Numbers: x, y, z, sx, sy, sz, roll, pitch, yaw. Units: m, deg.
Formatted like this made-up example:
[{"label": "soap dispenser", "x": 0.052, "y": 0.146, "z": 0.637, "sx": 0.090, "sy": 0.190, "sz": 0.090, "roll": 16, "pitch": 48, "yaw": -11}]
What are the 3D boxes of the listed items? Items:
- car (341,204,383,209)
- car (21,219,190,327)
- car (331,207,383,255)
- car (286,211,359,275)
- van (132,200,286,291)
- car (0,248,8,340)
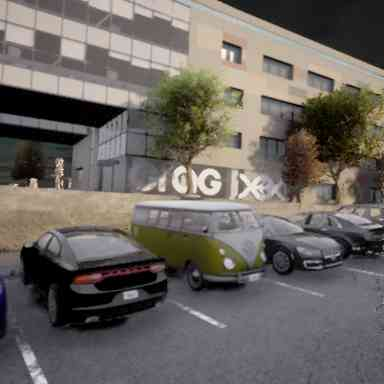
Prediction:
[{"label": "car", "x": 6.814, "y": 1.289, "z": 13.794, "sx": 2.185, "sy": 1.767, "sz": 4.553, "roll": 0, "pitch": 0, "yaw": -35}, {"label": "car", "x": -2.397, "y": 1.469, "z": 7.252, "sx": 2.097, "sy": 1.535, "sz": 5.008, "roll": 0, "pitch": 0, "yaw": -36}, {"label": "car", "x": 4.527, "y": 1.429, "z": 12.193, "sx": 2.231, "sy": 1.521, "sz": 4.892, "roll": 0, "pitch": 0, "yaw": -36}, {"label": "car", "x": 2.246, "y": 1.443, "z": 10.580, "sx": 2.231, "sy": 1.521, "sz": 4.892, "roll": 0, "pitch": 0, "yaw": -36}, {"label": "van", "x": 0.042, "y": 1.229, "z": 8.856, "sx": 1.878, "sy": 1.987, "sz": 4.442, "roll": 0, "pitch": 0, "yaw": -36}, {"label": "car", "x": -4.591, "y": 1.357, "z": 5.730, "sx": 2.185, "sy": 1.767, "sz": 4.553, "roll": 0, "pitch": 0, "yaw": -35}]
